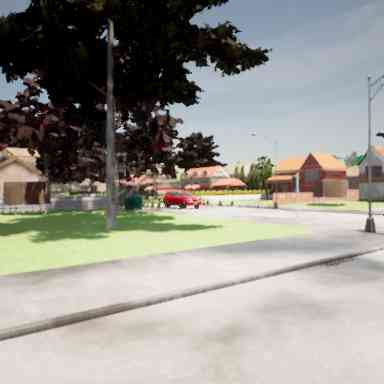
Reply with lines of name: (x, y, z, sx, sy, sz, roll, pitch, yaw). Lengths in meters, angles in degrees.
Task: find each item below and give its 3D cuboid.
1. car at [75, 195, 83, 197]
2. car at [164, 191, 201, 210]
car: (-24.085, 1.289, 71.007, 1.895, 1.301, 4.718, -1, 1, -35)
car: (-1.223, 0.919, 38.821, 2.150, 2.045, 5.566, -1, 0, -35)
